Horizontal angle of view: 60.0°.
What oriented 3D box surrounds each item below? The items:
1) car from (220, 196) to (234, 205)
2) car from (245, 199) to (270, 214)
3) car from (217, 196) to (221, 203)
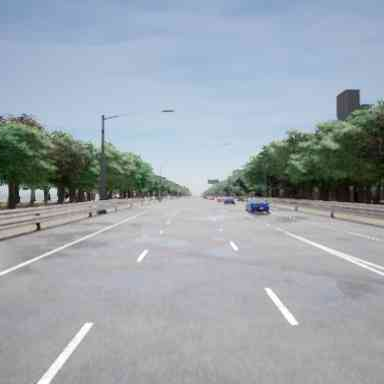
[{"bbox_3d":[7.088,1.677,64.388,1.812,1.442,4.674,0,0,0],"label":"car"},{"bbox_3d":[7.005,1.498,35.931,1.882,1.535,5.008,0,0,0],"label":"car"},{"bbox_3d":[7.181,1.688,81.523,2.097,1.767,4.553,0,-1,0],"label":"car"}]
